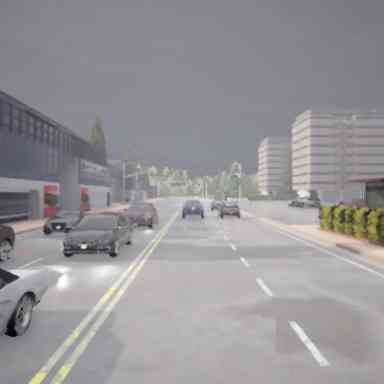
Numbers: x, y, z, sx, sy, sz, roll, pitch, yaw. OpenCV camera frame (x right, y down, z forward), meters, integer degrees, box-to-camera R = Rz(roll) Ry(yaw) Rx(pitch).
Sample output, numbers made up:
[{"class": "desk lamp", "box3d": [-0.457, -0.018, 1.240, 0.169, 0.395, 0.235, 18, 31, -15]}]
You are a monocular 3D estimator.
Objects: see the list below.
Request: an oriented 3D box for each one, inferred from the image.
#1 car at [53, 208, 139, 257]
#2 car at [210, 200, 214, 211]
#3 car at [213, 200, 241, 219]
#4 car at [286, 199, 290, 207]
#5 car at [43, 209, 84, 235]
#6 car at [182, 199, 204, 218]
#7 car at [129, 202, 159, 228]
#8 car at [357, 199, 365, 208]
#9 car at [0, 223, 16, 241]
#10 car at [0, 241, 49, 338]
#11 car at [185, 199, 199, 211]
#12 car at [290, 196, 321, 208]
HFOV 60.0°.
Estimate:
[{"class": "car", "box3d": [-3.594, 1.593, 13.457, 1.837, 1.490, 4.892, 0, 0, 0]}, {"class": "car", "box3d": [3.554, 1.823, 46.192, 1.812, 1.442, 4.674, 0, 0, 0]}, {"class": "car", "box3d": [3.518, 1.698, 32.008, 2.128, 1.511, 4.902, 0, 0, 0]}, {"class": "car", "box3d": [17.785, 1.501, 54.190, 4.605, 1.855, 1.932, 0, 0, -2]}, {"class": "car", "box3d": [-7.084, 1.692, 19.655, 1.994, 1.385, 4.181, 0, 0, 0]}, {"class": "car", "box3d": [0.106, 1.563, 32.673, 2.097, 1.767, 4.553, 0, 0, 0]}, {"class": "car", "box3d": [-3.576, 1.503, 23.330, 2.097, 1.767, 4.553, 0, 0, 0]}, {"class": "car", "box3d": [18.338, 1.359, 31.679, 3.866, 1.878, 1.905, 0, 0, -2]}, {"class": "car", "box3d": [-7.096, 1.556, 9.699, 2.128, 1.511, 4.902, 0, 0, 0]}, {"class": "car", "box3d": [-3.599, 1.628, 3.995, 1.895, 1.301, 4.718, 0, 0, 0]}, {"class": "car", "box3d": [0.057, 1.775, 46.164, 1.882, 1.535, 5.008, 0, 0, 0]}, {"class": "car", "box3d": [17.804, 1.485, 51.295, 3.866, 1.878, 1.905, 0, 0, -2]}]
